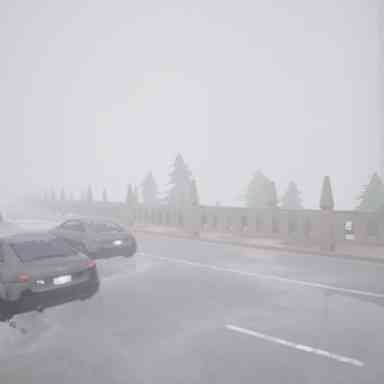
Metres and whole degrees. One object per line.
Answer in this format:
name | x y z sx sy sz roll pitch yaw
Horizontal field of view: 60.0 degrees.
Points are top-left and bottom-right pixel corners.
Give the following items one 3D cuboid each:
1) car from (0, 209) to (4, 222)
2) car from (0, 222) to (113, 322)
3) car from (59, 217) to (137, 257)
car | -15.678 1.624 25.535 2.033 1.411 5.357 0 0 -35
car | -3.905 1.584 7.406 4.181 1.385 1.994 0 0 40
car | -3.862 1.600 12.068 4.181 1.385 1.994 0 0 42
